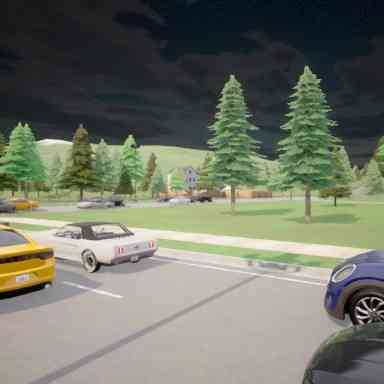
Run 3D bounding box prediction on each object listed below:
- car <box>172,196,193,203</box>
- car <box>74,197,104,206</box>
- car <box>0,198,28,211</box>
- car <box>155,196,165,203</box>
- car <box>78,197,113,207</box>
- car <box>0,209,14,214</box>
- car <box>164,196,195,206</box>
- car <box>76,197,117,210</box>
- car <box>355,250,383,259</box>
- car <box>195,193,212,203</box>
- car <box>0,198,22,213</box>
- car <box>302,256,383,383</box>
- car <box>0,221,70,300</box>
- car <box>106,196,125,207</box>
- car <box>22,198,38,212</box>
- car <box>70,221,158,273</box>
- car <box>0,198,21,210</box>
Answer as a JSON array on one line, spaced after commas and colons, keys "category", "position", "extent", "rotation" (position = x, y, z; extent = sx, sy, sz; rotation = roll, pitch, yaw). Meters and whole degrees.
[{"category": "car", "position": [-1.913, 1.601, 68.243], "extent": [1.895, 1.301, 4.718], "rotation": [0, 0, 36]}, {"category": "car", "position": [-16.704, 1.563, 54.055], "extent": [1.994, 1.385, 4.181], "rotation": [0, 0, 36]}, {"category": "car", "position": [-22.704, 1.490, 39.909], "extent": [2.128, 1.511, 4.902], "rotation": [0, 0, 36]}, {"category": "car", "position": [-5.600, 1.492, 69.110], "extent": [2.128, 1.511, 4.902], "rotation": [0, 0, 36]}, {"category": "car", "position": [-14.707, 1.492, 50.861], "extent": [2.128, 1.511, 4.902], "rotation": [0, 0, 36]}, {"category": "car", "position": [-10.839, 1.601, 15.998], "extent": [4.718, 1.301, 1.895], "rotation": [0, 0, 35]}, {"category": "car", "position": [-2.070, 1.525, 56.274], "extent": [1.812, 1.442, 4.674], "rotation": [0, 0, 36]}, {"category": "car", "position": [-12.270, 1.601, 42.331], "extent": [1.895, 1.301, 4.718], "rotation": [0, 0, 36]}, {"category": "car", "position": [4.499, 1.352, 5.067], "extent": [4.553, 1.767, 2.097], "rotation": [0, 0, 36]}, {"category": "car", "position": [1.976, 1.226, 67.649], "extent": [2.150, 2.045, 5.566], "rotation": [0, 0, 37]}, {"category": "car", "position": [-19.443, 1.564, 32.406], "extent": [1.994, 1.385, 4.181], "rotation": [0, 0, 35]}, {"category": "car", "position": [3.102, 1.505, 1.762], "extent": [4.892, 1.490, 1.837], "rotation": [0, 0, 35]}, {"category": "car", "position": [-5.215, 1.478, 7.698], "extent": [5.008, 1.535, 1.882], "rotation": [0, 0, 35]}, {"category": "car", "position": [-12.023, 1.352, 48.602], "extent": [2.097, 1.767, 4.553], "rotation": [0, 0, 36]}, {"category": "car", "position": [-20.032, 1.477, 37.634], "extent": [1.882, 1.535, 5.008], "rotation": [0, 0, 36]}, {"category": "car", "position": [-3.433, 1.601, 10.728], "extent": [4.718, 1.301, 1.895], "rotation": [0, 0, 35]}, {"category": "car", "position": [-24.874, 1.526, 42.872], "extent": [1.812, 1.442, 4.674], "rotation": [0, 0, 36]}]
